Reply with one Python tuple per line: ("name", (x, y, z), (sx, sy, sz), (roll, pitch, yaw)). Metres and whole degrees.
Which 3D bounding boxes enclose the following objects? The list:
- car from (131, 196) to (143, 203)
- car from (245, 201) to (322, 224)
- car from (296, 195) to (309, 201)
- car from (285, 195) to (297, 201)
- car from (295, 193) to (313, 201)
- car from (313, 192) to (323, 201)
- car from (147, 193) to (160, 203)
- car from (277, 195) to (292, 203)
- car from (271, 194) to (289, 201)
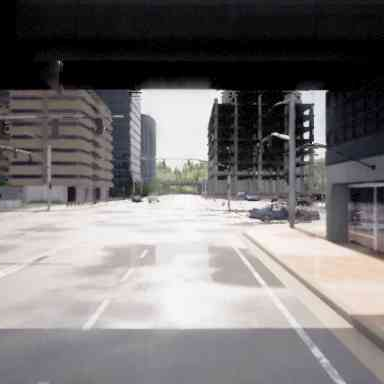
("car", (-11.560, 1.524, 69.917), (1.882, 1.535, 5.008), (0, 0, 0))
("car", (6.691, 1.564, 24.732), (5.357, 1.411, 2.033), (0, 0, -1))
("car", (27.284, 1.418, 82.113), (1.784, 1.438, 3.905), (0, 0, 0))
("car", (24.389, 1.450, 82.104), (1.970, 1.475, 3.806), (0, 0, 0))
("car", (16.023, 1.189, 49.507), (1.905, 1.878, 3.866), (0, 0, 0))
("car", (29.967, 1.208, 82.172), (1.932, 1.855, 4.605), (0, 0, 0))
("car", (-8.060, 1.272, 69.911), (2.150, 2.045, 5.566), (0, 0, 0))
("car", (18.671, 1.440, 66.983), (1.970, 1.475, 3.806), (0, 0, 0))
("car", (13.129, 1.186, 49.552), (1.932, 1.855, 4.605), (0, 0, 0))
